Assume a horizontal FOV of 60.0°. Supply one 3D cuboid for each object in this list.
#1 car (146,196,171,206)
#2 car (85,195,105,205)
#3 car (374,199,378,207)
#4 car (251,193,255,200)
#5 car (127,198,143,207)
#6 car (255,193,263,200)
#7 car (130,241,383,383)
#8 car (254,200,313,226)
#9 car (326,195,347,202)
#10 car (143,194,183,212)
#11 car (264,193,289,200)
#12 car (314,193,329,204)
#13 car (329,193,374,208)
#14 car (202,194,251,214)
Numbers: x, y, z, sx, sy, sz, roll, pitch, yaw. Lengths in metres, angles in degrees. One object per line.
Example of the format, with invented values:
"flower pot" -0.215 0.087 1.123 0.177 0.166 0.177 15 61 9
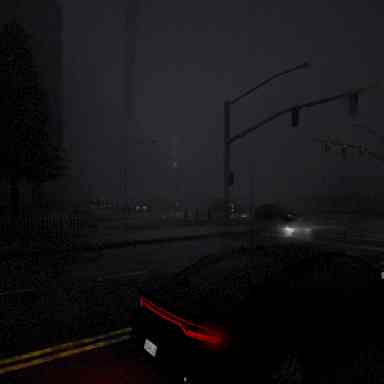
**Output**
"car" -5.562 1.504 54.013 1.837 1.490 4.892 0 0 -36
"car" -16.762 1.351 57.430 2.097 1.767 4.553 0 0 -35
"car" 24.205 1.156 47.406 1.905 1.878 3.866 0 0 -35
"car" 12.227 1.395 78.856 1.970 1.475 3.806 0 0 -35
"car" -8.885 1.564 52.335 1.994 1.385 4.181 0 0 -35
"car" 14.586 1.364 80.534 1.784 1.438 3.905 0 0 -35
"car" 1.587 1.478 4.927 5.008 1.535 1.882 0 0 -35
"car" 6.242 1.525 23.967 1.812 1.442 4.674 0 0 -23
"car" 32.395 1.364 74.704 1.784 1.438 3.905 0 0 -35
"car" -3.431 1.352 38.685 2.097 1.767 4.553 0 0 -36
"car" 16.283 1.395 63.207 1.970 1.475 3.806 0 0 -35
"car" 29.998 1.153 73.077 1.932 1.855 4.605 0 0 -35
"car" 21.815 1.153 45.773 1.932 1.855 4.605 0 0 -35
"car" 3.515 1.352 35.004 2.097 1.767 4.553 0 0 -36
